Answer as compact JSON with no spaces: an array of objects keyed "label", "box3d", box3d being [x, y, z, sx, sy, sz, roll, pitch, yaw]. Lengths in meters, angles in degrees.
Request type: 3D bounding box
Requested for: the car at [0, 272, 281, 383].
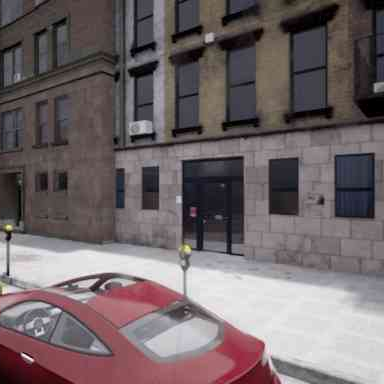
[{"label":"car","box3d":[-1.162,1.585,3.646,4.206,1.307,1.802,0,0,36]}]
